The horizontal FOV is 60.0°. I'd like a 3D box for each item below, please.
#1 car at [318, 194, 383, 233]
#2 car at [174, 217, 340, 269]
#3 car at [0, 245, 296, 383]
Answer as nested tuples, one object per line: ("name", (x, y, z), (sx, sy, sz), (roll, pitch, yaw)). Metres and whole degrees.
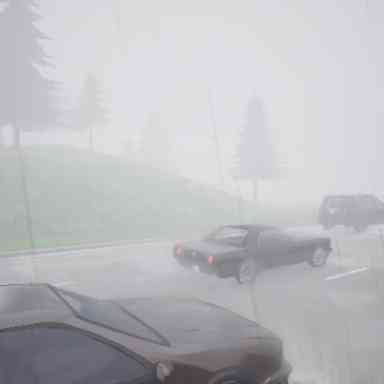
("car", (9.596, 1.136, 19.173), (5.566, 2.045, 2.150), (0, 0, -35))
("car", (1.912, 1.569, 9.405), (4.718, 1.301, 1.895), (0, 0, -35))
("car", (-1.584, 1.546, 2.620), (5.357, 1.411, 2.033), (0, 0, -35))
